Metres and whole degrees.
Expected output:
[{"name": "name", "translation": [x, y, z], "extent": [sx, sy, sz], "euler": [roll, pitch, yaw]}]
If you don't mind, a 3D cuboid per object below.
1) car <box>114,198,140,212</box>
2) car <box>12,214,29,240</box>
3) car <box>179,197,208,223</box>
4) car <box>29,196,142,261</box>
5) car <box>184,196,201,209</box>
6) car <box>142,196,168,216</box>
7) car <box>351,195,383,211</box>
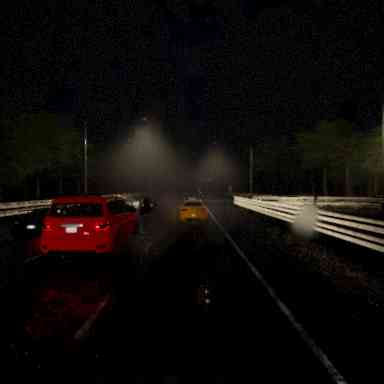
[{"name": "car", "translation": [-6.899, 1.358, 35.760], "extent": [1.895, 1.301, 4.718], "euler": [0, 1, 0]}, {"name": "car", "translation": [-6.899, 1.465, 16.262], "extent": [1.994, 1.385, 4.181], "euler": [0, 0, 0]}, {"name": "car", "translation": [0.099, 1.331, 24.007], "extent": [1.882, 1.535, 5.008], "euler": [0, 1, 0]}, {"name": "car", "translation": [-3.399, 1.148, 12.066], "extent": [2.150, 2.045, 5.566], "euler": [0, 0, 0]}, {"name": "car", "translation": [0.101, 1.258, 41.709], "extent": [1.994, 1.385, 4.181], "euler": [0, 1, 0]}, {"name": "car", "translation": [-3.400, 1.159, 30.272], "extent": [2.097, 1.767, 4.553], "euler": [0, 0, 0]}, {"name": "car", "translation": [17.627, 1.067, 31.771], "extent": [2.163, 1.488, 4.792], "euler": [0, -1, -30]}]
